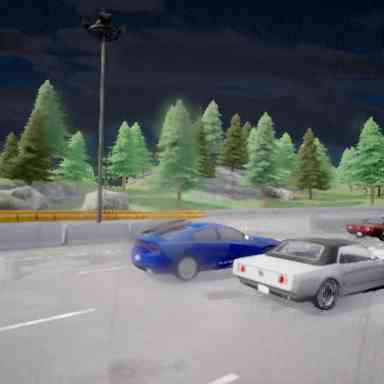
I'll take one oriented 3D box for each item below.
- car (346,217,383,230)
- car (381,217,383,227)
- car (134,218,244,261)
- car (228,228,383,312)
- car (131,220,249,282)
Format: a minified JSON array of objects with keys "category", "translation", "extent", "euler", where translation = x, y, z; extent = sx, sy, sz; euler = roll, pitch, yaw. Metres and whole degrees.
[{"category":"car","translation":[11.484,2.077,19.272],"extent":[4.718,1.301,1.895],"euler":[0,-1,-18]},{"category":"car","translation":[12.229,1.614,15.855],"extent":[5.566,2.045,2.150],"euler":[0,-1,-18]},{"category":"car","translation":[-0.090,1.872,14.082],"extent":[4.181,1.385,1.994],"euler":[1,-2,-30]},{"category":"car","translation":[3.403,1.766,8.059],"extent":[4.718,1.301,1.895],"euler":[1,-2,-31]},{"category":"car","translation":[0.616,1.694,10.470],"extent":[5.008,1.535,1.882],"euler":[1,-2,-32]}]
